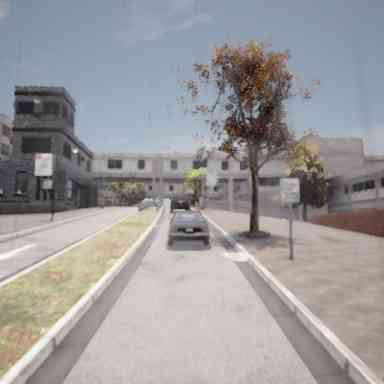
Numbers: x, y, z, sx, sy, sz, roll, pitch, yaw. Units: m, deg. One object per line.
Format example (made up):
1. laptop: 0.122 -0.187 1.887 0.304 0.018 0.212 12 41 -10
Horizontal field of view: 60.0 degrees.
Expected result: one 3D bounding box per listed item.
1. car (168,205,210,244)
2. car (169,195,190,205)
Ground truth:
1. car: -0.193 1.578 15.882 2.033 1.411 5.357 0 0 -2
2. car: -1.401 1.307 38.037 2.150 2.045 5.566 0 0 -4
